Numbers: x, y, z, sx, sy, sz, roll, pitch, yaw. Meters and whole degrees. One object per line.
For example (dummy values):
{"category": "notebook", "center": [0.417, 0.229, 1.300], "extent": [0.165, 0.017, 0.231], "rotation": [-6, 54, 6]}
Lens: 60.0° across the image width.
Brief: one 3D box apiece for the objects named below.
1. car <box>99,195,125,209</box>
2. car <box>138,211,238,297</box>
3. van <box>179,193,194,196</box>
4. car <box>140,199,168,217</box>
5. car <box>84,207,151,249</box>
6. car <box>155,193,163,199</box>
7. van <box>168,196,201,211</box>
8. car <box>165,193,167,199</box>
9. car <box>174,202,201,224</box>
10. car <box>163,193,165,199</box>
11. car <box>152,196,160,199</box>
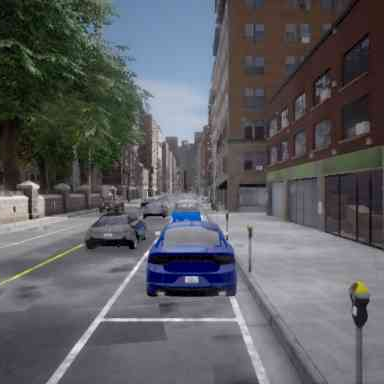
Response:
{"category": "car", "center": [-8.815, 1.290, 36.940], "extent": [2.192, 1.841, 5.009], "rotation": [0, 0, 0]}
{"category": "car", "center": [-0.005, 1.475, 8.650], "extent": [1.882, 1.535, 5.008], "rotation": [0, 0, 0]}
{"category": "van", "center": [-0.290, 1.316, 36.980], "extent": [1.690, 1.788, 3.998], "rotation": [0, 0, 0]}
{"category": "car", "center": [-3.145, 1.557, 29.439], "extent": [1.994, 1.385, 4.181], "rotation": [0, 0, 0]}
{"category": "car", "center": [-3.145, 1.568, 14.438], "extent": [1.994, 1.385, 4.181], "rotation": [0, 0, 0]}
{"category": "car", "center": [-8.815, 1.432, 80.459], "extent": [1.752, 1.417, 4.829], "rotation": [0, 0, 0]}
{"category": "van", "center": [-0.290, 1.333, 19.998], "extent": [1.690, 1.788, 3.998], "rotation": [0, 0, 0]}
{"category": "car", "center": [-8.815, 1.437, 91.530], "extent": [1.887, 1.381, 4.507], "rotation": [0, 0, 0]}
{"category": "car", "center": [-0.290, 1.532, 25.659], "extent": [1.887, 1.381, 4.507], "rotation": [0, 0, 0]}
{"category": "car", "center": [-8.815, 1.450, 86.079], "extent": [2.008, 1.369, 4.403], "rotation": [0, 0, 0]}
{"category": "car", "center": [-6.145, 1.617, 47.408], "extent": [1.895, 1.301, 4.718], "rotation": [0, 0, 0]}
